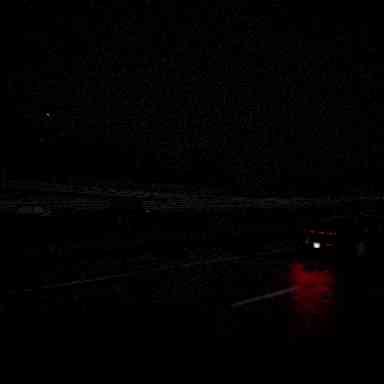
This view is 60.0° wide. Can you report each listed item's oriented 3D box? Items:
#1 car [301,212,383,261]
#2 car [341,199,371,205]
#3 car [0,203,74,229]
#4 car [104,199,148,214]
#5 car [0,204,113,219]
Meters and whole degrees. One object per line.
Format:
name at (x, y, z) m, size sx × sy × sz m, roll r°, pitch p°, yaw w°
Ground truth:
car at (6.087, 1.500, 12.386) m, size 4.892 × 1.490 × 1.837 m, roll 0°, pitch 0°, yaw -35°
car at (22.711, 1.561, 45.958) m, size 4.718 × 1.301 × 1.895 m, roll 0°, pitch 0°, yaw -35°
car at (-10.851, 1.548, 22.047) m, size 5.357 × 1.411 × 2.033 m, roll 0°, pitch 0°, yaw -35°
car at (-5.142, 1.350, 21.819) m, size 4.553 × 1.767 × 2.097 m, roll 0°, pitch 0°, yaw -35°
car at (-6.606, 1.525, 16.476) m, size 4.674 × 1.442 × 1.812 m, roll 0°, pitch 0°, yaw -35°
